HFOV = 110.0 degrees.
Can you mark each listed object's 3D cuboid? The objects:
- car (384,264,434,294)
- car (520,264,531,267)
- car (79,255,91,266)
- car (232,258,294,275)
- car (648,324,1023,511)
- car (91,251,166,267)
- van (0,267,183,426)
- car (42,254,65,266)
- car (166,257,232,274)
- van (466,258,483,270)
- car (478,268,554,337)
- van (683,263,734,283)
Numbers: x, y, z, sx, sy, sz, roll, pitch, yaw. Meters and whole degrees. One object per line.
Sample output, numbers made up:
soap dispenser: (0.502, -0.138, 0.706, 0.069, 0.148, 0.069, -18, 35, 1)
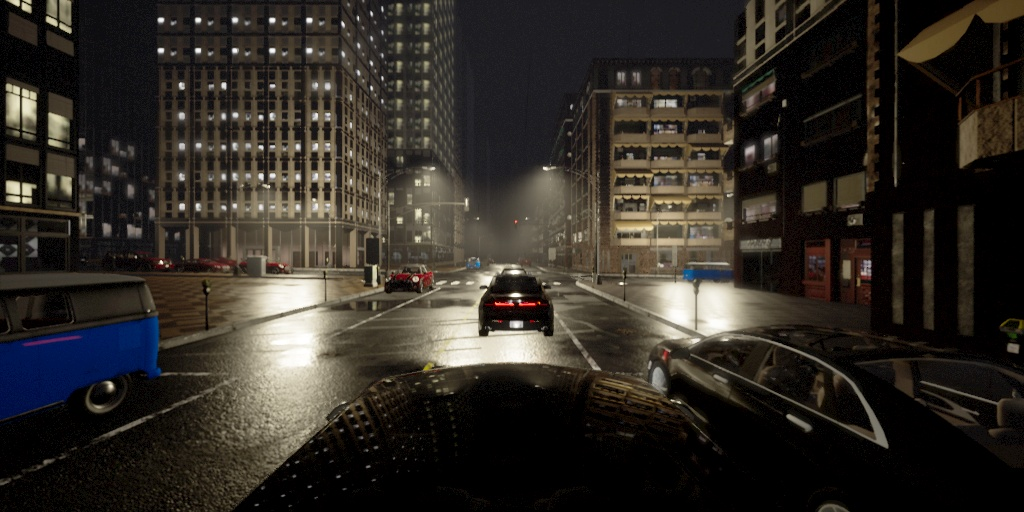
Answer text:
car: (-5.687, 1.204, 20.185, 1.967, 1.591, 4.097, 0, 0, 0)
car: (0.102, 1.327, 19.115, 1.994, 1.385, 4.181, 0, 0, 0)
car: (-43.695, 0.491, 39.286, 4.829, 1.417, 1.751, 0, 0, 0)
car: (-21.143, 0.841, 30.953, 4.097, 1.591, 1.967, 0, 0, 0)
car: (2.692, 1.301, 3.238, 2.007, 1.370, 4.403, 0, 0, 0)
car: (-32.292, 0.502, 30.929, 5.009, 1.841, 2.192, 0, 0, 0)
van: (-5.688, 1.092, 3.239, 1.690, 1.789, 3.998, 0, 0, 0)
car: (-49.101, 0.424, 39.274, 4.313, 1.339, 1.948, 0, 0, 0)
car: (-26.718, 0.876, 30.941, 4.207, 1.307, 1.802, 0, 0, 0)
van: (-5.685, 1.138, 52.659, 1.690, 1.789, 3.998, 0, 0, 0)
car: (0.103, 1.261, 10.322, 1.837, 1.490, 4.892, 0, 0, 0)
van: (16.916, 1.476, 30.899, 3.998, 1.789, 1.690, 0, 0, 0)
